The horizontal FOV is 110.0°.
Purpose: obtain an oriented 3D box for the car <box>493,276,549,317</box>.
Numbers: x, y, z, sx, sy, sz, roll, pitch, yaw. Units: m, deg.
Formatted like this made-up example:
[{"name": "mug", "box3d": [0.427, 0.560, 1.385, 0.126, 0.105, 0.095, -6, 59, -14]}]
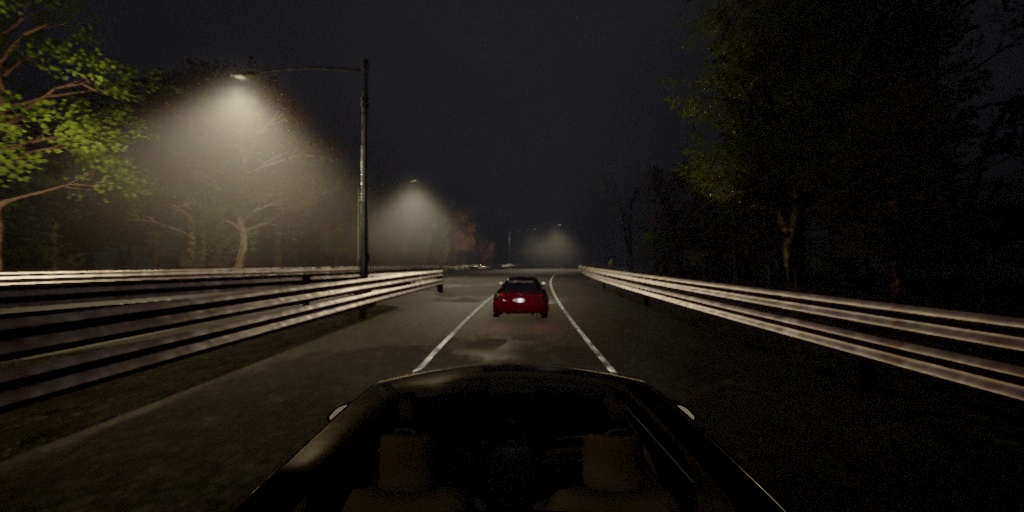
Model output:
[{"name": "car", "box3d": [0.397, 1.480, 14.040, 1.994, 1.385, 4.181, 0, -1, 3]}]
